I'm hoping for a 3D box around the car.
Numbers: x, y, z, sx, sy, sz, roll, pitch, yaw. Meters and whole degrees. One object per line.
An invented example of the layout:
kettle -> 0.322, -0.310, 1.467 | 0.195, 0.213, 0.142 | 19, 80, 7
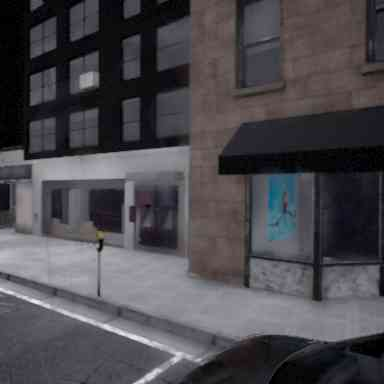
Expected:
car -> 1.707, 1.567, 1.858 | 4.313, 1.339, 1.947 | 0, 0, 36
